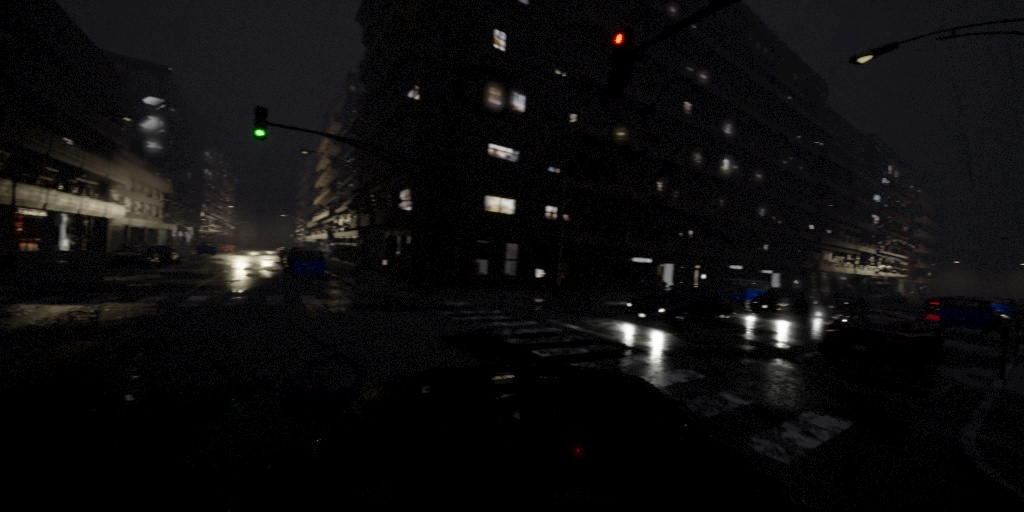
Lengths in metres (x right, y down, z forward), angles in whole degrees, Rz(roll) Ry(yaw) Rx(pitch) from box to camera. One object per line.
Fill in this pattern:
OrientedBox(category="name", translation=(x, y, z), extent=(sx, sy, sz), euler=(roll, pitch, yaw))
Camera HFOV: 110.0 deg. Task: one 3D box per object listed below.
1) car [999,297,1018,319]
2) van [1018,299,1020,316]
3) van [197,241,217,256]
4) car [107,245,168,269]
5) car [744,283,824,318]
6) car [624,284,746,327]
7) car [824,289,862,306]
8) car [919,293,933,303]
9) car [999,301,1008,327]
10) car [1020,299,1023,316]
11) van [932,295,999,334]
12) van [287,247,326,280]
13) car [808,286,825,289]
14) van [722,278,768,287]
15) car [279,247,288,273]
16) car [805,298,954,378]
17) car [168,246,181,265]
OrientedBox(category="car", translation=(38.394, 4.342, 28.535), extent=(4.829, 1.417, 1.751), euler=(0, 0, -34))
OrientedBox(category="van", translation=(42.976, 4.530, 31.582), extent=(3.998, 1.789, 1.690), euler=(0, 0, -34))
OrientedBox(category="van", translation=(-38.096, -0.920, 44.767), extent=(1.690, 1.789, 3.998), euler=(0, 0, -34))
OrientedBox(category="car", translation=(-22.813, 0.066, 21.780), extent=(1.802, 1.307, 4.207), euler=(0, 0, -34))
OrientedBox(category="car", translation=(15.217, 2.546, 20.033), extent=(4.892, 1.490, 1.837), euler=(4, 0, -34))
OrientedBox(category="car", translation=(6.978, 1.948, 14.559), extent=(5.357, 1.411, 2.033), euler=(4, 0, -34))
OrientedBox(category="car", translation=(23.630, 3.300, 25.625), extent=(4.718, 1.301, 1.895), euler=(4, 0, -33))
OrientedBox(category="car", translation=(36.783, 4.218, 30.537), extent=(4.892, 1.490, 1.837), euler=(5, 0, -34))
OrientedBox(category="car", translation=(28.806, 3.657, 22.157), extent=(4.207, 1.307, 1.802), euler=(0, 0, -34))
OrientedBox(category="car", translation=(47.699, 5.144, 34.724), extent=(4.207, 1.307, 1.802), euler=(0, 0, -34))
OrientedBox(category="van", translation=(24.084, 3.047, 19.014), extent=(3.998, 1.789, 1.690), euler=(0, 0, -34))
OrientedBox(category="van", translation=(-12.553, 0.447, 21.958), extent=(1.690, 1.789, 3.998), euler=(0, 0, -34))
OrientedBox(category="car", translation=(24.182, 3.197, 29.152), extent=(4.097, 1.591, 1.967), euler=(0, 0, -34))
OrientedBox(category="van", translation=(14.752, 2.361, 22.843), extent=(3.998, 1.789, 1.690), euler=(0, 0, -34))
OrientedBox(category="car", translation=(-15.668, 0.263, 26.484), extent=(2.192, 1.841, 5.009), euler=(0, 0, -34))
OrientedBox(category="car", translation=(9.916, 2.148, 9.585), extent=(4.507, 1.381, 1.888), euler=(0, 0, -34))
OrientedBox(category="car", translation=(-25.869, -0.102, 26.377), extent=(1.948, 1.339, 4.313), euler=(0, 0, -34))
